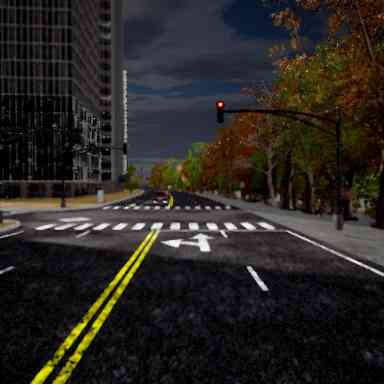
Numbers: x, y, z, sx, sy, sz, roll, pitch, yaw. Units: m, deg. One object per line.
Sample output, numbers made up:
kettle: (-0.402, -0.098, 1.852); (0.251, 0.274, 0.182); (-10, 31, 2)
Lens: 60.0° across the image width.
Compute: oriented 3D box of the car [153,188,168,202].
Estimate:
car: (-4.570, 0.650, 48.332); (1.812, 1.442, 4.674); (0, 2, -3)

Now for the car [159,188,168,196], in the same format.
car: (-6.482, -0.083, 76.209); (2.097, 1.767, 4.553); (0, 1, -5)
